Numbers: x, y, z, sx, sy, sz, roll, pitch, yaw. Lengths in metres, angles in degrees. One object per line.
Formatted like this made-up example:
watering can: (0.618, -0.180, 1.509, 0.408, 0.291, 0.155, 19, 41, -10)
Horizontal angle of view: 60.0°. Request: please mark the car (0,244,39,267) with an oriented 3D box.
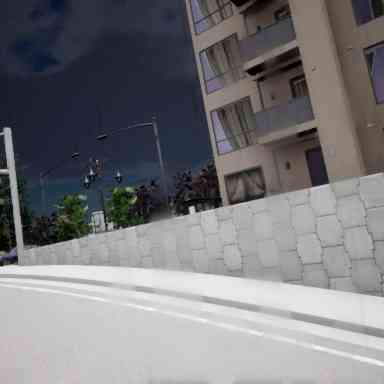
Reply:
car: (-15.557, 5.659, 29.610, 2.097, 1.767, 4.553, -15, -9, 35)
